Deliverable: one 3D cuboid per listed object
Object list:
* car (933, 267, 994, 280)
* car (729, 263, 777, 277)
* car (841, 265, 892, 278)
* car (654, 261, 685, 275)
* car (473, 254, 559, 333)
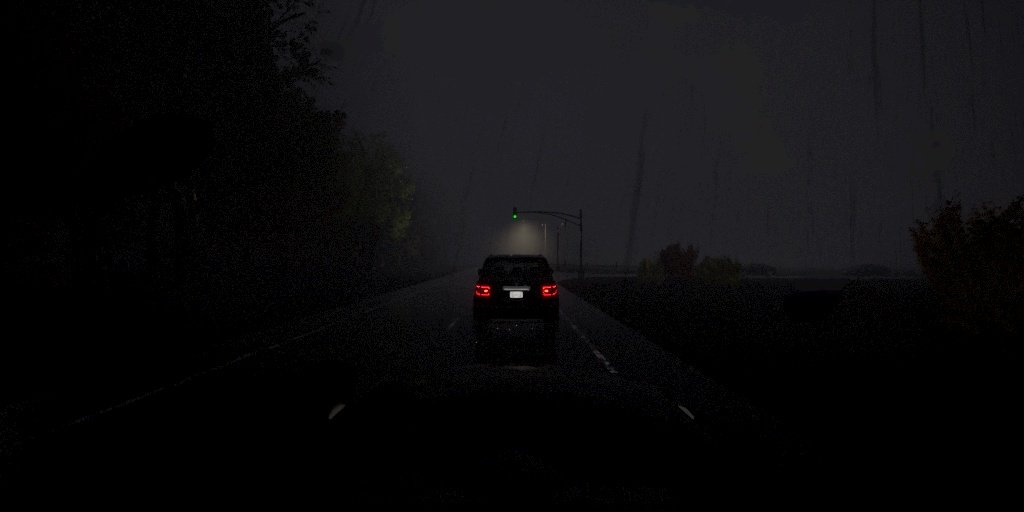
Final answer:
[{"bbox_3d":[48.530,1.826,38.443,5.357,1.411,2.033,1,-1,0],"label":"car"},{"bbox_3d":[28.228,1.595,42.140,5.008,1.535,1.882,1,-1,0],"label":"car"},{"bbox_3d":[41.496,1.754,42.062,4.902,1.511,2.128,1,-1,0],"label":"car"},{"bbox_3d":[17.770,1.355,42.227,4.553,1.767,2.097,1,-1,1],"label":"car"},{"bbox_3d":[0.105,0.974,10.867,2.150,2.045,5.566,0,0,0],"label":"car"}]
